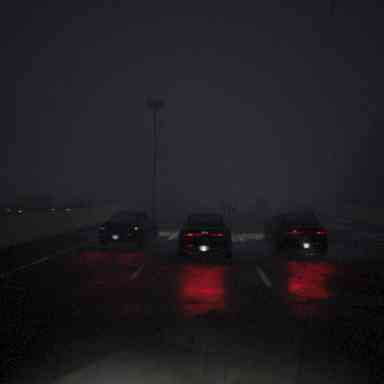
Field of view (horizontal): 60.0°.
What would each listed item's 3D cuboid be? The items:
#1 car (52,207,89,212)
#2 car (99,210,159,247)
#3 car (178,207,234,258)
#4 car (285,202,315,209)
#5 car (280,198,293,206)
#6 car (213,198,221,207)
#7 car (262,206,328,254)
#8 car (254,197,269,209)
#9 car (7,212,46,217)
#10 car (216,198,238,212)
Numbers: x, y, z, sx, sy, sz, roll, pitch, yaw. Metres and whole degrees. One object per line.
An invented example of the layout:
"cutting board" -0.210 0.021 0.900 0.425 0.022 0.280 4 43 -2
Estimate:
"car" -11.496 1.534 31.932 1.837 1.490 4.892 0 0 9
"car" -2.767 1.559 15.225 1.812 1.442 4.674 0 0 5
"car" 0.566 1.556 13.100 1.837 1.490 4.892 0 0 4
"car" 9.283 1.765 27.833 1.895 1.301 4.718 0 0 9
"car" 16.219 1.794 57.077 1.882 1.535 5.008 0 0 19
"car" 4.828 1.736 55.906 1.837 1.490 4.892 -1 0 17
"car" 4.172 1.585 13.910 1.837 1.490 4.892 0 0 5
"car" 10.439 1.601 49.813 2.097 1.767 4.553 0 0 16
"car" -15.183 1.222 31.015 2.150 2.045 5.566 0 0 9
"car" 4.571 1.777 40.775 1.895 1.301 4.718 0 0 13
